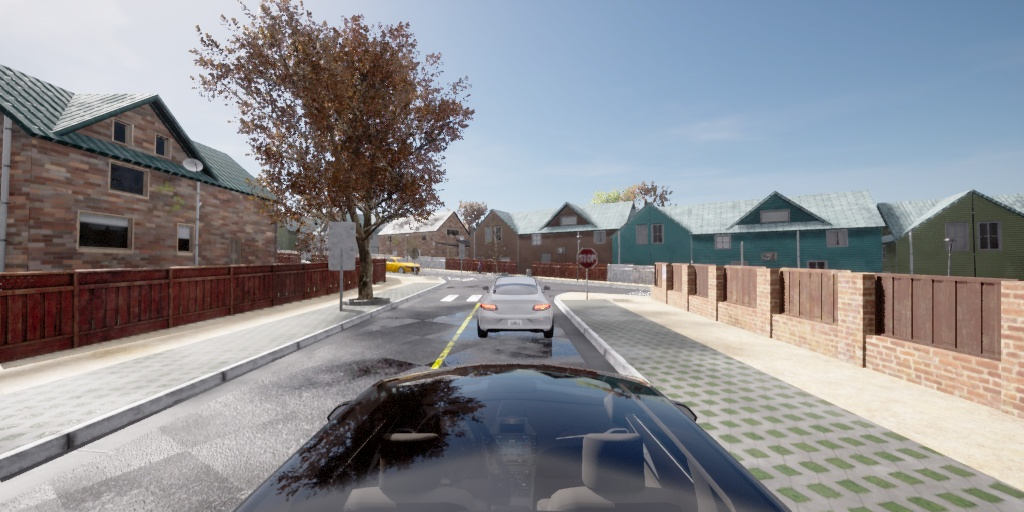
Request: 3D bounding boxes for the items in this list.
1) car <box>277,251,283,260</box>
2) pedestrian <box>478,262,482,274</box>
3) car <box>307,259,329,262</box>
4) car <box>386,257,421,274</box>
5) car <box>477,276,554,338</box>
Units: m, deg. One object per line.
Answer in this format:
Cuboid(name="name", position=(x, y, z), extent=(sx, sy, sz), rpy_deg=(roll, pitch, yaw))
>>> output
Cuboid(name="car", position=(-32.115, 0.053, 46.709), extent=(5.008, 1.535, 1.882), rpy_deg=(2, 0, 32))
Cuboid(name="pedestrian", position=(-3.147, 1.122, 35.458), extent=(0.375, 1.300, 0.375), rpy_deg=(-1, -5, 32))
Cuboid(name="car", position=(-20.229, 0.618, 39.238), extent=(4.718, 1.301, 1.895), rpy_deg=(2, 0, 32))
Cuboid(name="car", position=(-10.633, 0.862, 33.233), extent=(5.008, 1.535, 1.882), rpy_deg=(2, 0, 32))
Cuboid(name="car", position=(0.116, 1.280, 10.066), extent=(1.812, 1.442, 4.674), rpy_deg=(0, 0, 1))
